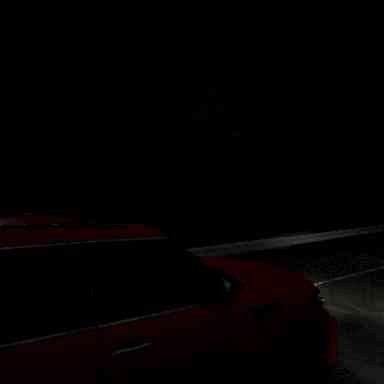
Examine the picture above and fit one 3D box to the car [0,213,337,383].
[{"bbox_3d":[-1.068,1.218,2.934,5.566,2.045,2.150,0,0,-35],"label":"car"}]
